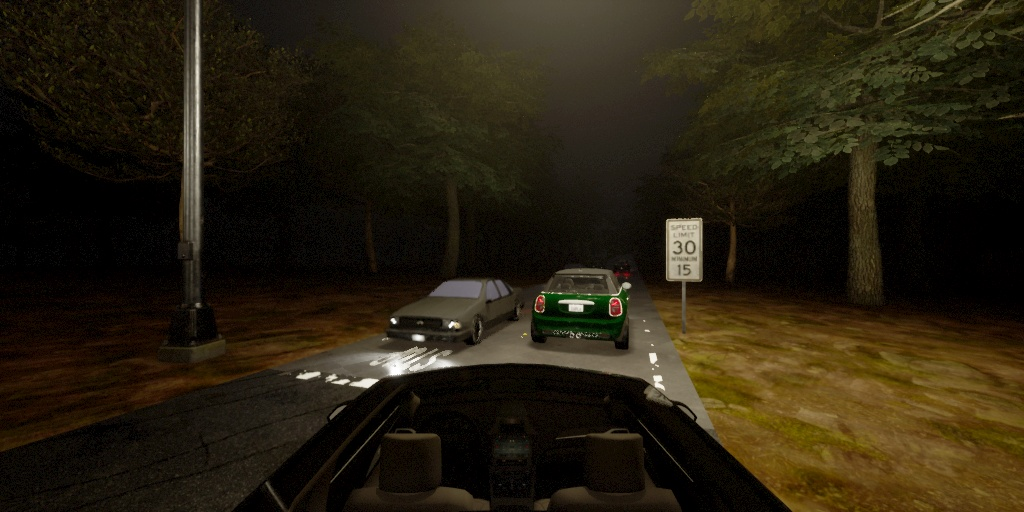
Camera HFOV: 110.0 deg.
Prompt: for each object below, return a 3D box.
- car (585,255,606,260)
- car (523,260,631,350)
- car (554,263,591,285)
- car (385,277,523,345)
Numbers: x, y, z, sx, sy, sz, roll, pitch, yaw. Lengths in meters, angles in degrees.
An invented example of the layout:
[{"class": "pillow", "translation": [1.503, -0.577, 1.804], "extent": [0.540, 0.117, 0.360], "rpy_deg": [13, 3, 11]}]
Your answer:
[{"class": "car", "translation": [10.254, 0.887, 43.819], "extent": [2.150, 2.045, 5.566], "rpy_deg": [0, 0, 18]}, {"class": "car", "translation": [2.003, 1.103, 9.473], "extent": [2.097, 1.767, 4.553], "rpy_deg": [0, 0, 18]}, {"class": "car", "translation": [4.782, 1.289, 27.663], "extent": [2.033, 1.411, 5.357], "rpy_deg": [0, 0, 18]}, {"class": "car", "translation": [-1.112, 1.298, 9.902], "extent": [2.033, 1.411, 5.357], "rpy_deg": [0, 0, 18]}]
